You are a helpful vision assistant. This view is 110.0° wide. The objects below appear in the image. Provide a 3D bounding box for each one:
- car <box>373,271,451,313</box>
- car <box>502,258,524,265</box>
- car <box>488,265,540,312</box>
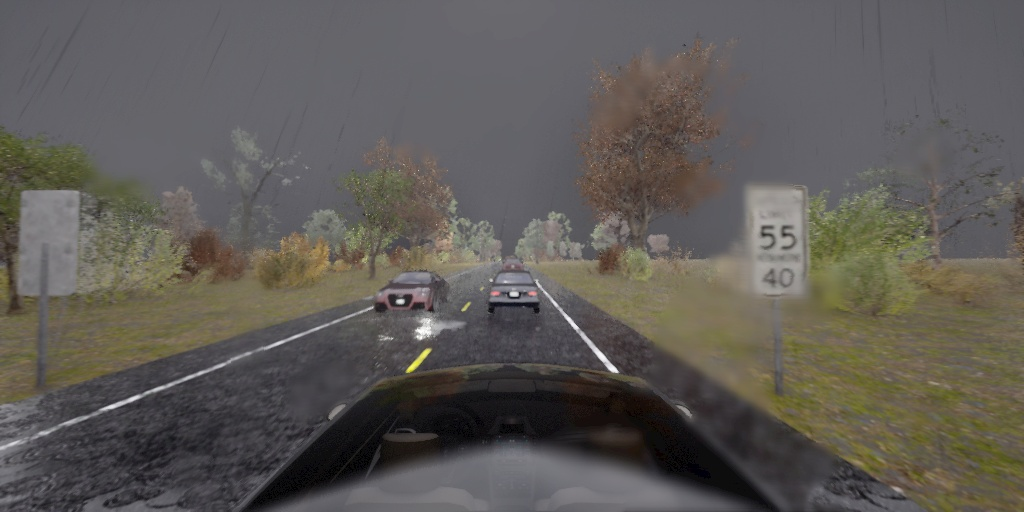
[{"bbox_3d":[-3.565,1.258,13.455,1.994,1.385,4.181,0,0,0],"label":"car"},{"bbox_3d":[0.100,0.975,35.710,2.097,1.767,4.553,0,0,0],"label":"car"},{"bbox_3d":[0.076,1.240,13.852,2.033,1.411,5.357,0,0,0],"label":"car"}]
